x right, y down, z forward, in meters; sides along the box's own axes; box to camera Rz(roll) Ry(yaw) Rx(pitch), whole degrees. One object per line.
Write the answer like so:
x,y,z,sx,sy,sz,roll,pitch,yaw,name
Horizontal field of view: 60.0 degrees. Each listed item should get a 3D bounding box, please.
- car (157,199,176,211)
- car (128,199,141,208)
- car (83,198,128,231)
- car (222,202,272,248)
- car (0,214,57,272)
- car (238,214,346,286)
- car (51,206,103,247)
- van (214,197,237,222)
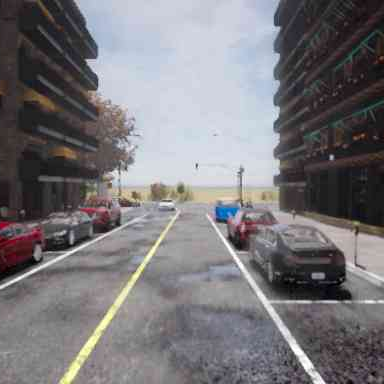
-3.004,1.528,39.850,1.812,1.442,4.674,0,0,0,car
-10.001,1.589,48.791,5.008,1.535,1.882,1,1,-1,car
-5.706,1.315,20.536,2.192,1.841,5.009,-1,0,0,car
2.677,1.442,14.922,1.967,1.590,4.097,-1,0,0,car
-5.702,1.546,9.206,1.887,1.381,4.507,-1,0,0,car
2.679,1.553,9.256,2.008,1.369,4.403,-1,0,0,car
-5.702,1.552,14.872,2.008,1.369,4.403,-1,0,0,car
2.674,1.340,26.250,1.690,1.788,3.998,-1,0,0,van
